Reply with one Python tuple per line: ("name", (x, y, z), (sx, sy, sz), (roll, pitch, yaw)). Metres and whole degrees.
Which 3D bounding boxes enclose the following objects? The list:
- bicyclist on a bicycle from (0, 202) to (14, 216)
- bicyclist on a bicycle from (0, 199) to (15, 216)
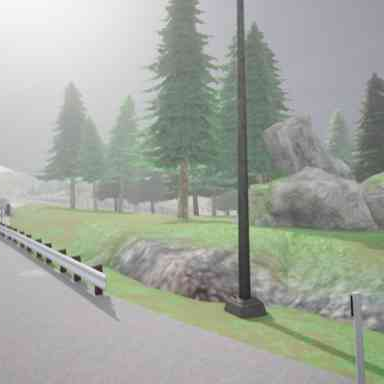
("bicyclist on a bicycle", (-17.893, 1.506, 31.772), (1.656, 1.620, 0.582), (1, -1, -36))
("bicyclist on a bicycle", (-18.380, 1.506, 32.637), (1.656, 1.620, 0.582), (1, -2, -8))
